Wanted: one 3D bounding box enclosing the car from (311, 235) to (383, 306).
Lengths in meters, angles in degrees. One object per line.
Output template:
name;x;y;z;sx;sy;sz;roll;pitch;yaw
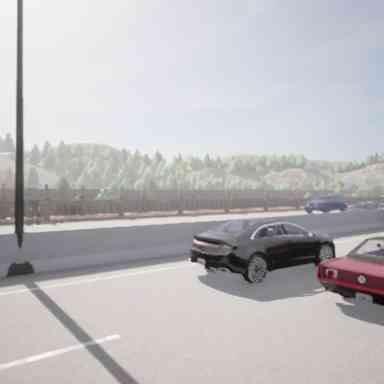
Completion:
car;4.895;1.614;7.243;4.718;1.301;1.895;0;0;-36

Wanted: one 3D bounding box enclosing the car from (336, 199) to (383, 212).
car;14.152;1.557;26.979;4.892;1.490;1.837;0;0;-35

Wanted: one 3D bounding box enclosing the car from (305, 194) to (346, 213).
car;14.534;1.287;35.833;5.566;2.045;2.150;1;0;-35

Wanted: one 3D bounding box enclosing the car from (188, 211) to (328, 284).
car;2.204;1.503;9.623;4.902;1.511;2.128;0;0;-36
